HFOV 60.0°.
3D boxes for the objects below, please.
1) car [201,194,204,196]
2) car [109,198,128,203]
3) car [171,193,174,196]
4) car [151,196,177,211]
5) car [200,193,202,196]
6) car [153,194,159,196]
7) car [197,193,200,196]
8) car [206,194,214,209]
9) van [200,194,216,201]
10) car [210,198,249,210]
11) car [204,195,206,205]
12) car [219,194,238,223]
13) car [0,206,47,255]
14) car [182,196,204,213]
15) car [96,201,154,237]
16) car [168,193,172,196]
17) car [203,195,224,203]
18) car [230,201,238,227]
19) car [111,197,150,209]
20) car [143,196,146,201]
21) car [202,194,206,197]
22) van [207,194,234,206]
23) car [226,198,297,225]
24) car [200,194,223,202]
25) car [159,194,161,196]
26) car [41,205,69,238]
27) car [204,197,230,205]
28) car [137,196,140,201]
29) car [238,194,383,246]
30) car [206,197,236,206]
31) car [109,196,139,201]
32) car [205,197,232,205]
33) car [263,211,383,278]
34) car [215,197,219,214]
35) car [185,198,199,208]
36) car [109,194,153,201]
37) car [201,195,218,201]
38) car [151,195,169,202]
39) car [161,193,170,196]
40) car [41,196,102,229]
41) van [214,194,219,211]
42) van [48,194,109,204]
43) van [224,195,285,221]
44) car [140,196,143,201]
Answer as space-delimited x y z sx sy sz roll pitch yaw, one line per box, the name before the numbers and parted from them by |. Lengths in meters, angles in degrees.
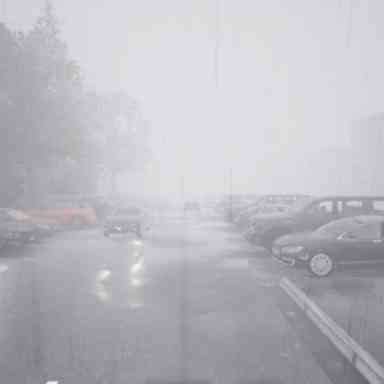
car | 4.681 1.592 65.381 5.008 1.535 2.097 0 0 0
car | -8.338 1.476 28.838 4.674 1.452 2.002 0 0 0
car | -8.481 1.503 92.883 5.566 2.045 2.435 0 0 0
car | -3.274 1.532 39.889 2.033 1.411 5.357 0 0 0
car | 4.635 1.499 70.988 4.553 1.767 2.185 0 0 0
car | -8.349 1.261 51.119 5.566 2.045 2.435 0 0 0
car | 4.680 1.422 79.398 5.566 2.045 2.435 0 0 0
car | 4.697 1.205 37.352 5.566 2.045 2.435 0 0 0
van | 4.510 1.529 93.414 4.442 1.987 1.878 0 0 0
car | 4.745 1.502 42.956 4.792 1.488 2.163 0 0 0
car | 4.711 1.496 48.564 5.008 1.535 2.097 0 0 0
car | 4.719 1.165 20.533 5.566 2.045 2.435 0 0 0
car | -8.336 1.420 12.130 5.008 1.535 2.097 0 0 0
car | -0.016 1.478 35.722 1.837 1.490 4.892 0 0 0
car | -3.346 1.440 17.654 1.837 1.490 4.892 0 0 0
car | -8.247 1.686 81.779 5.366 1.575 1.946 0 0 0
car | 4.693 1.515 73.791 4.553 1.767 2.185 0 0 0
car | 4.743 1.414 17.727 4.892 1.521 2.231 0 0 0
car | -8.363 1.486 45.549 5.008 1.535 2.097 0 0 0
car | -8.387 1.495 39.979 4.792 1.488 2.163 0 0 0
car | 4.515 1.508 51.364 5.366 1.575 1.946 0 0 0
van | 4.808 1.318 56.972 4.442 1.987 1.878 0 0 0
car | 4.777 1.294 23.334 4.553 1.767 2.185 0 0 0
car | 4.675 1.438 82.201 5.566 2.045 2.435 0 0 0
car | -8.355 1.276 53.781 5.566 2.045 2.435 0 0 0
car | -8.333 1.457 14.917 4.674 1.452 2.002 0 0 0
car | 4.710 1.605 62.577 4.792 1.488 2.163 0 0 0
car | -8.343 1.451 34.409 5.008 1.535 2.097 0 0 0
car | 4.721 1.168 12.123 5.566 2.045 2.435 0 0 0
car | 4.667 1.557 54.167 4.792 1.488 2.163 0 0 0
car | -8.159 1.440 31.623 5.366 1.575 1.946 0 0 0
car | 4.715 1.589 59.774 4.792 1.488 2.163 0 0 0
car | 4.755 1.428 9.322 4.892 1.521 2.231 0 0 0
car | 4.745 1.436 28.942 4.892 1.521 2.231 0 0 0
car | -0.018 1.616 48.131 1.895 1.301 4.718 0 0 0
car | -8.336 1.223 42.763 5.566 2.045 2.435 0 0 0
car | 4.605 1.596 87.807 4.553 1.767 2.185 0 0 0
car | -8.473 1.596 87.329 4.553 1.767 2.185 0 0 0
car | -8.433 1.675 79.002 4.892 1.521 2.231 0 0 0
car | -8.301 1.292 20.486 4.553 1.767 2.185 0 0 0
van | 4.619 1.216 31.745 4.442 1.987 1.878 0 0 0
van | -8.450 1.196 23.266 4.442 1.987 1.878 0 0 0
van | 4.859 1.201 26.138 4.442 1.987 1.878 0 0 0
car | -8.324 1.488 37.194 4.792 1.488 2.163 0 0 0
